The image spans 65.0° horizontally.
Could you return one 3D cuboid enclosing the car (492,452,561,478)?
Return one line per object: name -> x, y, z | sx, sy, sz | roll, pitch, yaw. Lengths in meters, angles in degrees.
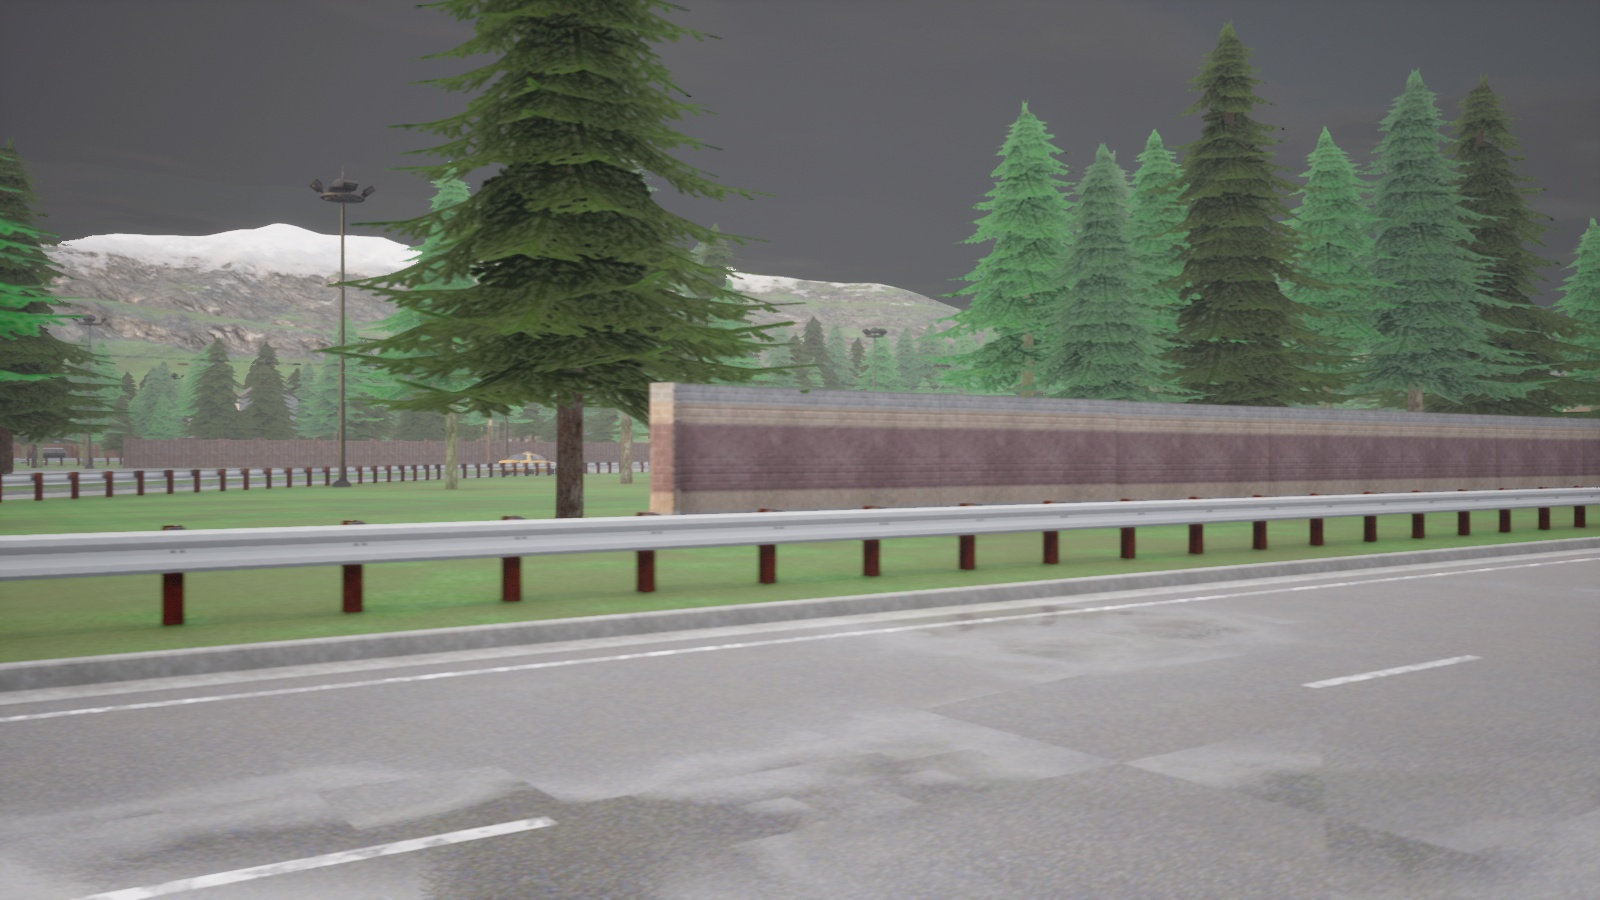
car -> -17.283, 0.916, 79.707 | 1.801, 1.575, 5.366 | 0, 0, 18
